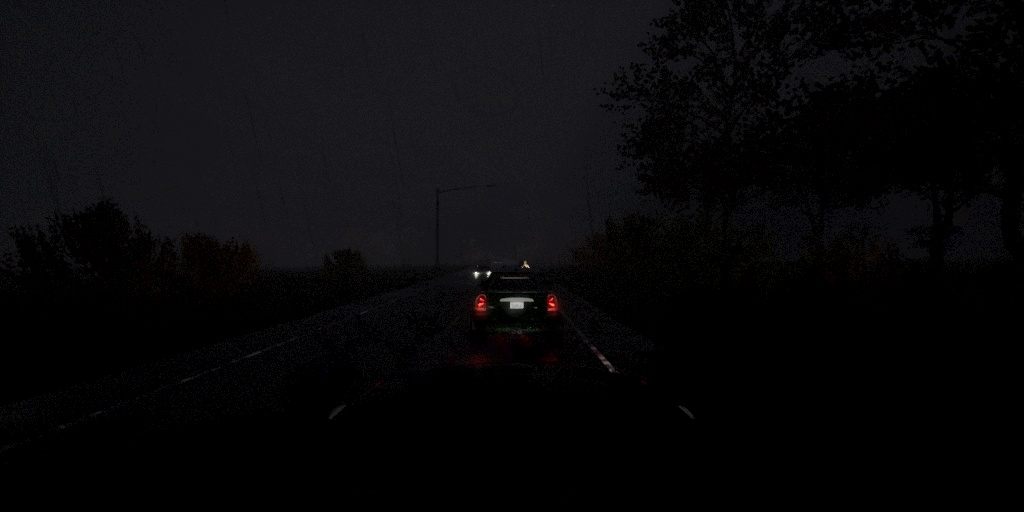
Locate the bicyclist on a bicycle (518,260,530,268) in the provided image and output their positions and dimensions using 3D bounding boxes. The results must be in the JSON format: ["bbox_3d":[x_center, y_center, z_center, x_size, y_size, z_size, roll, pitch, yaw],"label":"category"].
[{"bbox_3d":[0.960,1.172,25.791,0.866,1.612,1.509,0,0,1],"label":"bicyclist on a bicycle"}]

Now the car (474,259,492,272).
[{"bbox_3d":[-3.698,1.204,46.672,1.882,1.535,5.008,0,0,0],"label":"car"}]

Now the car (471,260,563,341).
[{"bbox_3d":[0.108,1.097,9.968,2.097,1.767,4.553,0,0,0],"label":"car"}]
